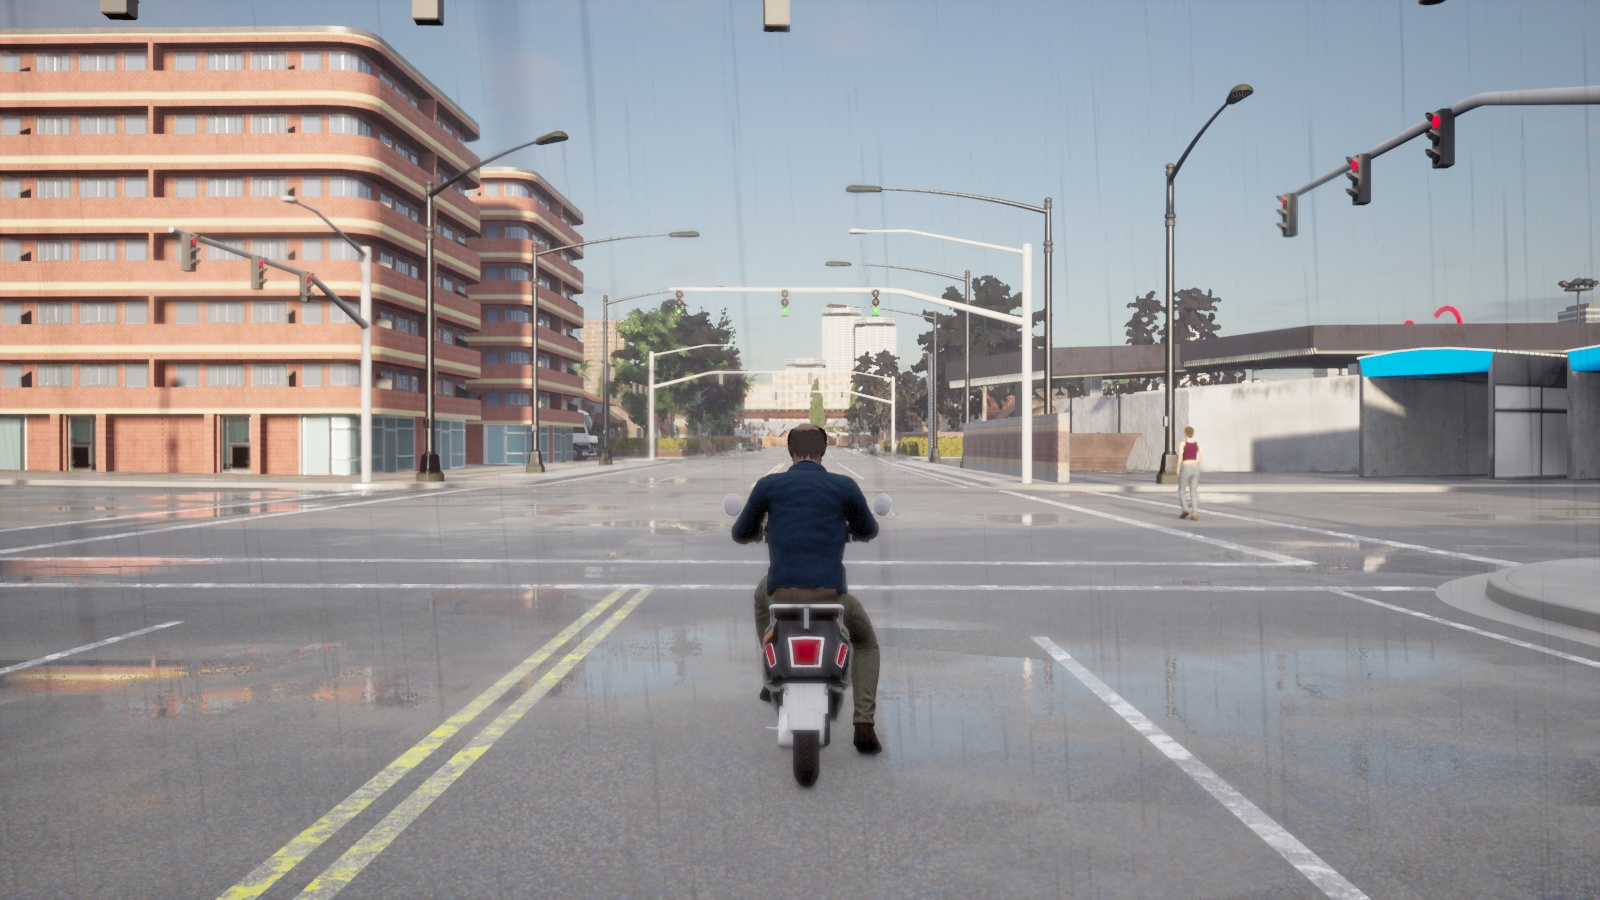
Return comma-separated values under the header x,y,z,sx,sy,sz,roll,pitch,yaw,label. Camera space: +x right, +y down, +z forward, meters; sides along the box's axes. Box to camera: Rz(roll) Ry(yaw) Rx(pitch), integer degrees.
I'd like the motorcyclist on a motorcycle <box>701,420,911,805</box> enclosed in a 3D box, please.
x,y,z,sx,sy,sz,roll,pitch,yaw,label
0.034,0.665,6.092,0.866,1.590,1.817,0,0,1,motorcyclist on a motorcycle

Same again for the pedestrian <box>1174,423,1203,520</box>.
x,y,z,sx,sy,sz,roll,pitch,yaw,label
7.458,0.409,24.124,0.345,1.836,0.594,0,0,-2,pedestrian
